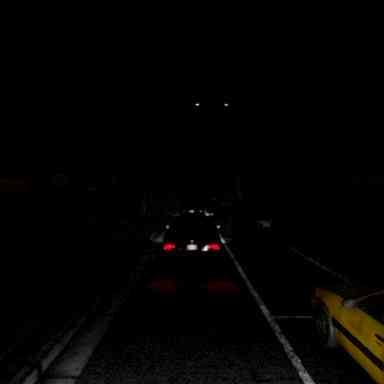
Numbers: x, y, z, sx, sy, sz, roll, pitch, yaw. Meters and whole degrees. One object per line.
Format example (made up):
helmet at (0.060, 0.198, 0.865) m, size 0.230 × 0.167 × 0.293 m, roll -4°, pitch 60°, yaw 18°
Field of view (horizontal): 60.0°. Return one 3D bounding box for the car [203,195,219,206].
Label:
car at (2.681, 1.134, 47.644) m, size 1.887 × 1.381 × 4.507 m, roll 2°, pitch 1°, yaw 0°

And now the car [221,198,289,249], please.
car at (2.667, 1.266, 14.293) m, size 2.192 × 1.841 × 5.009 m, roll 1°, pitch 0°, yaw 0°

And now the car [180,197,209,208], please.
car at (0.037, 1.396, 26.301) m, size 2.033 × 1.411 × 5.357 m, roll 0°, pitch 1°, yaw 1°

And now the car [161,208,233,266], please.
car at (0.030, 1.514, 11.386) m, size 2.033 × 1.411 × 5.357 m, roll 0°, pitch 0°, yaw 1°

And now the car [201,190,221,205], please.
car at (2.684, 0.980, 42.084) m, size 2.192 × 1.841 × 5.009 m, roll 2°, pitch 1°, yaw 0°

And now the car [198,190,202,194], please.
car at (2.690, 0.890, 64.311) m, size 1.947 × 1.339 × 4.313 m, roll 2°, pitch 1°, yaw 0°

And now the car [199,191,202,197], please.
car at (2.687, 0.983, 58.755) m, size 1.947 × 1.339 × 4.313 m, roll 2°, pitch 1°, yaw 0°

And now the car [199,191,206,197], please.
car at (2.697, 0.537, 86.523) m, size 1.802 × 1.307 × 4.206 m, roll 2°, pitch 1°, yaw 0°

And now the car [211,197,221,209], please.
car at (2.761, 1.368, 26.944) m, size 1.812 × 1.442 × 4.674 m, roll 0°, pitch 1°, yaw 0°

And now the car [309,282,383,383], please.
car at (2.654, 1.521, 3.344) m, size 1.752 × 1.417 × 4.829 m, roll 1°, pitch 0°, yaw 0°

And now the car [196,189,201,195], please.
car at (2.702, 0.451, 75.413) m, size 2.192 × 1.841 × 5.009 m, roll 2°, pitch 1°, yaw 0°
